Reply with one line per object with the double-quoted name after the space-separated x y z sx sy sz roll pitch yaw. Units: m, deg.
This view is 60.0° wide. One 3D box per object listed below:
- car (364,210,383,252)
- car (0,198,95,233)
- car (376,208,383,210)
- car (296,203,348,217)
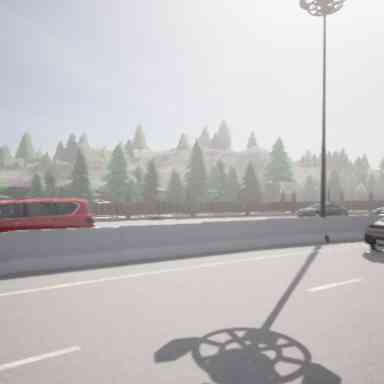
8.836 1.583 12.885 4.902 1.511 2.128 0 0 -27 "car"
-6.378 1.260 12.183 5.566 2.045 2.150 0 0 -35 "car"
17.667 1.581 28.121 4.553 1.767 2.097 0 0 -18 "car"
11.615 1.725 29.646 4.892 1.490 1.837 0 -1 -21 "car"
